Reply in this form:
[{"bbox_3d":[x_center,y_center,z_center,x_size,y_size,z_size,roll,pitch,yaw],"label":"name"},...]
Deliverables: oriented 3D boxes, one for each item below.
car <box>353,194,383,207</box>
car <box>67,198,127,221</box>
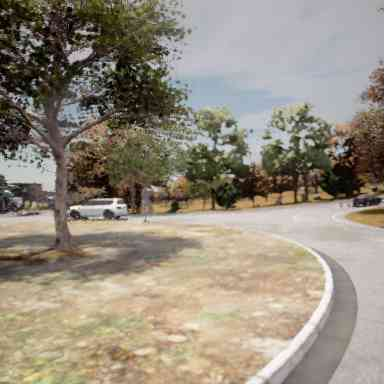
[{"bbox_3d":[23.486,1.090,44.205,4.892,1.490,1.837,-4,0,-29],"label":"car"},{"bbox_3d":[-9.011,1.655,31.763,5.566,2.045,2.150,-1,-1,9],"label":"car"}]
